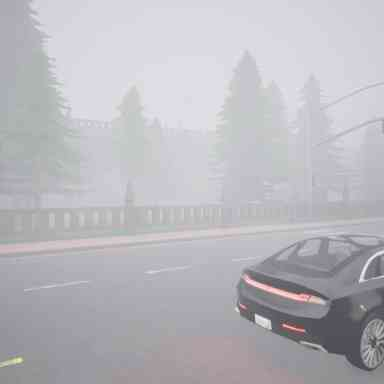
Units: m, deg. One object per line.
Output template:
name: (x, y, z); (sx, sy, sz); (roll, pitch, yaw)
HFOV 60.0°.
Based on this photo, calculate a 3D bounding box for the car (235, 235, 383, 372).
car: (2.990, 1.491, 5.651); (4.902, 1.511, 2.128); (0, 0, -32)
